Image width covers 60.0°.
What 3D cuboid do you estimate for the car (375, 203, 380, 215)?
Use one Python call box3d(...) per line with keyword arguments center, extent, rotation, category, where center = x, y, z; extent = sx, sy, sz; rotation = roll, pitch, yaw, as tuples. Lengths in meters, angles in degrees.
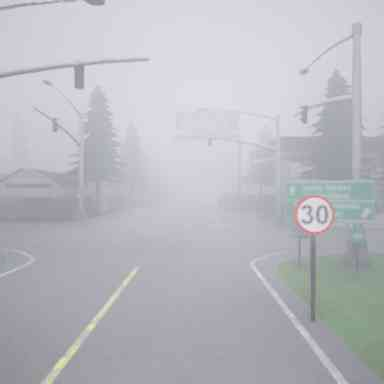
box3d(center=(14.722, 1.603, 30.253), extent=(3.866, 1.878, 1.905), rotation=(0, 0, 0), category="car")
